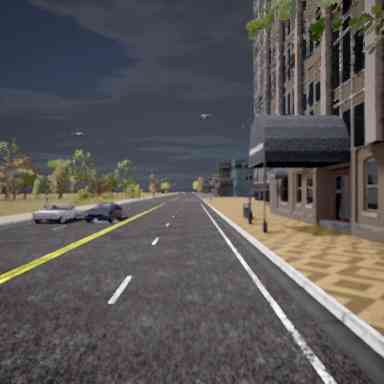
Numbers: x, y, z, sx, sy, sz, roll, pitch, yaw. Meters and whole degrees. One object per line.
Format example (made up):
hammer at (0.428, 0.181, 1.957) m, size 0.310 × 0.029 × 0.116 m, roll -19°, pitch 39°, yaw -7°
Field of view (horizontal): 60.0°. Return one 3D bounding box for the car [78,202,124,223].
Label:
car at (-6.526, 1.480, 25.262) m, size 2.033 × 1.411 × 5.357 m, roll 0°, pitch 0°, yaw 1°

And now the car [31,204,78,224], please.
car at (-9.788, 1.536, 24.328) m, size 1.895 × 1.301 × 4.718 m, roll 0°, pitch 0°, yaw 0°
